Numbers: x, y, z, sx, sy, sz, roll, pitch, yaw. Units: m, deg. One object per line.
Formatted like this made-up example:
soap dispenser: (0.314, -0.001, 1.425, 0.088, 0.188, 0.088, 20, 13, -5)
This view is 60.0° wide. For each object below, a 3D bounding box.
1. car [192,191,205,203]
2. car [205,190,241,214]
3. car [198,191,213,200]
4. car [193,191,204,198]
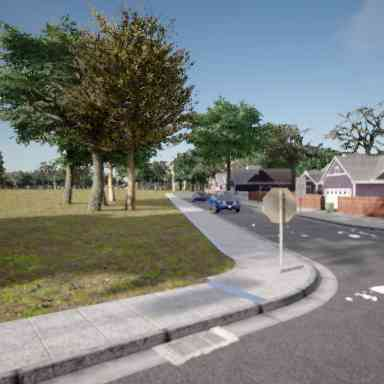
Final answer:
car: (1.051, 0.871, 50.717, 1.882, 1.535, 5.008, -1, 1, -6)
car: (3.001, 0.879, 31.569, 2.150, 2.045, 5.566, -1, 1, -6)
car: (2.541, 0.648, 64.590, 2.128, 1.511, 4.902, -1, 1, -6)
car: (1.414, 0.492, 74.602, 1.837, 1.490, 4.892, -1, 1, -6)
